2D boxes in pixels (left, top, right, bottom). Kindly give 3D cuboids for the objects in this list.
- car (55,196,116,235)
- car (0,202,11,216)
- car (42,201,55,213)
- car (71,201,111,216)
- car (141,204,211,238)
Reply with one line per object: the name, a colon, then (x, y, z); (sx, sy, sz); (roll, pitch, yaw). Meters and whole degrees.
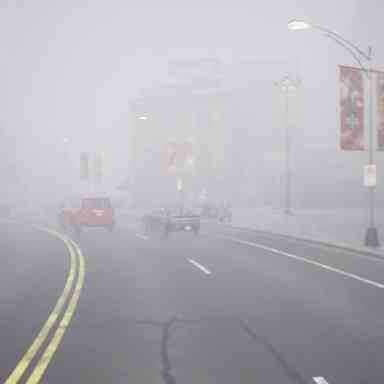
car: (-6.326, 1.278, 19.768); (2.150, 2.045, 5.566); (0, 0, -33)
car: (-20.267, 1.681, 33.487); (5.008, 1.535, 1.882); (-1, 0, 34)
car: (-15.204, 1.663, 38.090); (4.674, 1.452, 2.002); (-1, 0, 34)
car: (-10.605, 1.688, 34.670); (4.718, 1.301, 1.895); (-1, 0, 44)
car: (-1.266, 1.492, 17.768); (2.128, 1.511, 4.902); (-1, 0, -26)
